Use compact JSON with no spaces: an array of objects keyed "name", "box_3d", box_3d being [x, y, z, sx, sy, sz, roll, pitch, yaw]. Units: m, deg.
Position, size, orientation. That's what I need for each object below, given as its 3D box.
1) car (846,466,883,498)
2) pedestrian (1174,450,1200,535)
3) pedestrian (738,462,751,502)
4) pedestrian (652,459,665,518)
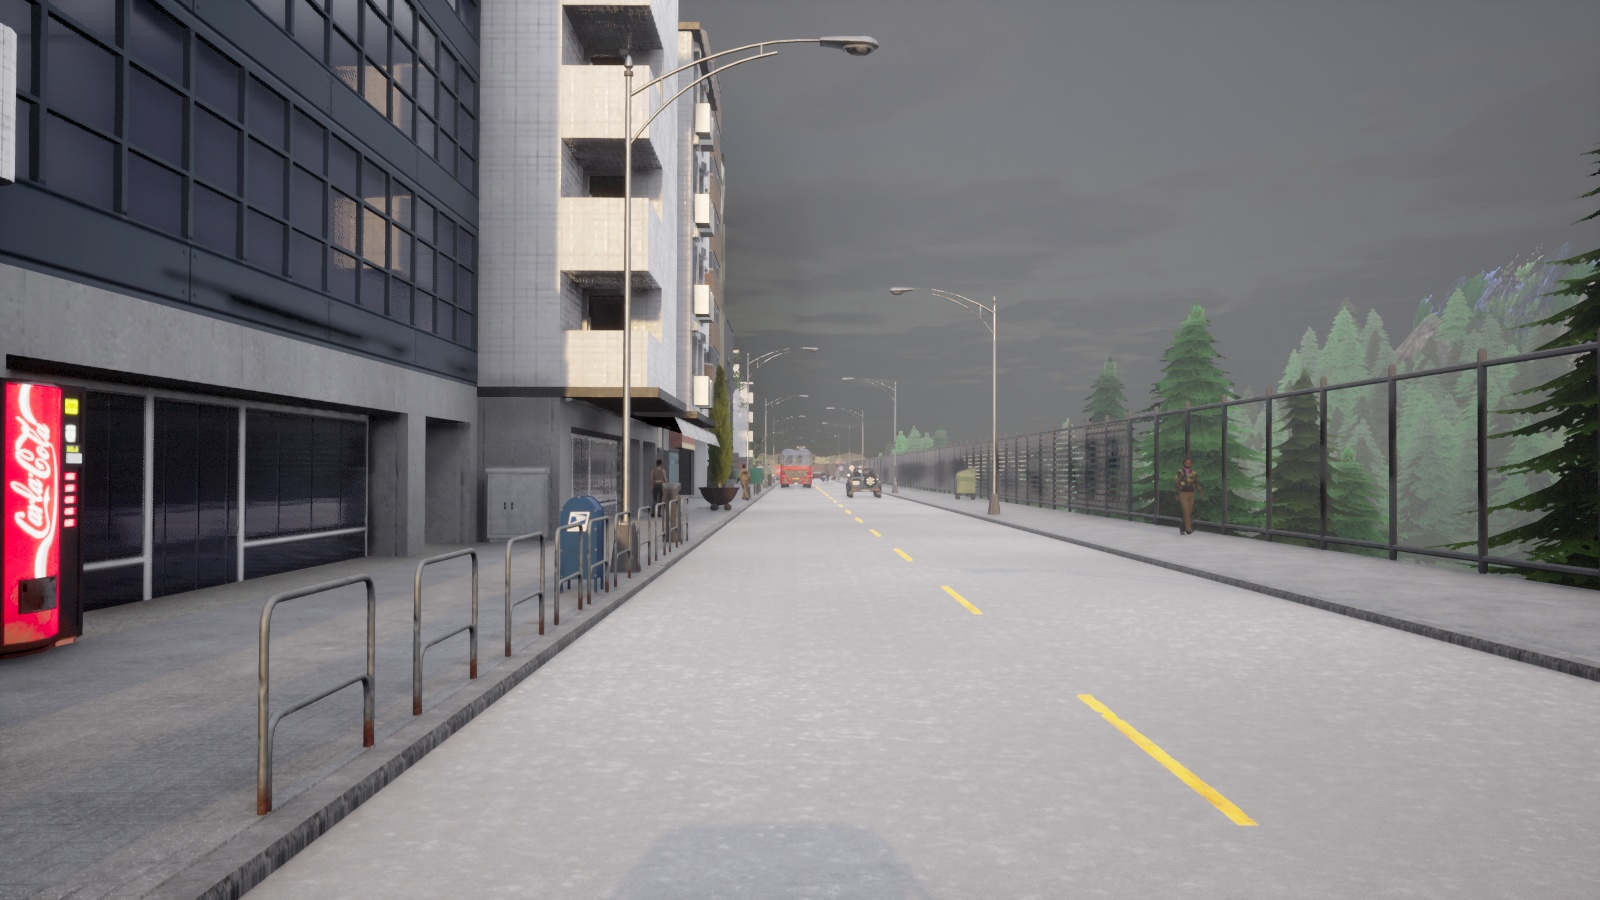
[{"name":"car","box_3d":[3.780,1.866,74.643,1.932,1.855,4.605,0,-1,0]},{"name":"pedestrian","box_3d":[8.903,0.973,28.906,0.395,1.930,0.692,0,-1,1]},{"name":"pedestrian","box_3d":[-2.682,1.557,60.999,0.396,1.930,0.692,0,-1,-23]},{"name":"pedestrian","box_3d":[-4.407,1.199,39.200,0.345,1.836,0.594,0,-1,0]}]
